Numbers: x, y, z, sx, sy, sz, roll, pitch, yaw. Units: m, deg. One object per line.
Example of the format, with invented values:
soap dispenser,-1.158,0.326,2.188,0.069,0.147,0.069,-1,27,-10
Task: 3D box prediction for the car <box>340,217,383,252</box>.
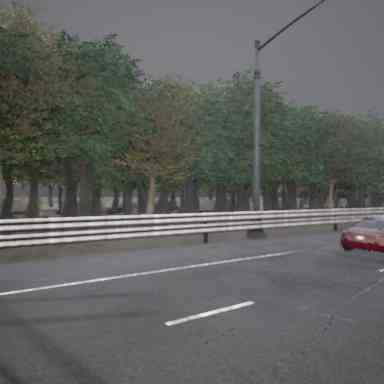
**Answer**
car,7.996,1.711,13.627,4.181,1.385,1.994,1,0,-34
